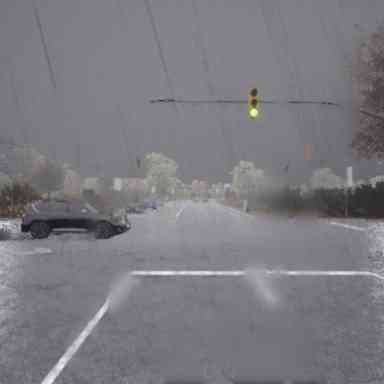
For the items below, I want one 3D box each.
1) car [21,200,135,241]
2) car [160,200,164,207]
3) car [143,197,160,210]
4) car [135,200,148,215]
[{"bbox_3d":[-6.192,1.463,17.915,5.566,2.045,2.150,0,-1,3],"label":"car"},{"bbox_3d":[-7.012,2.415,69.948,2.128,1.511,4.902,0,-1,0],"label":"car"},{"bbox_3d":[-7.091,1.911,54.884,2.150,2.045,5.566,0,1,0],"label":"car"},{"bbox_3d":[-7.112,2.092,41.446,1.994,1.385,4.181,0,-1,-1],"label":"car"}]
